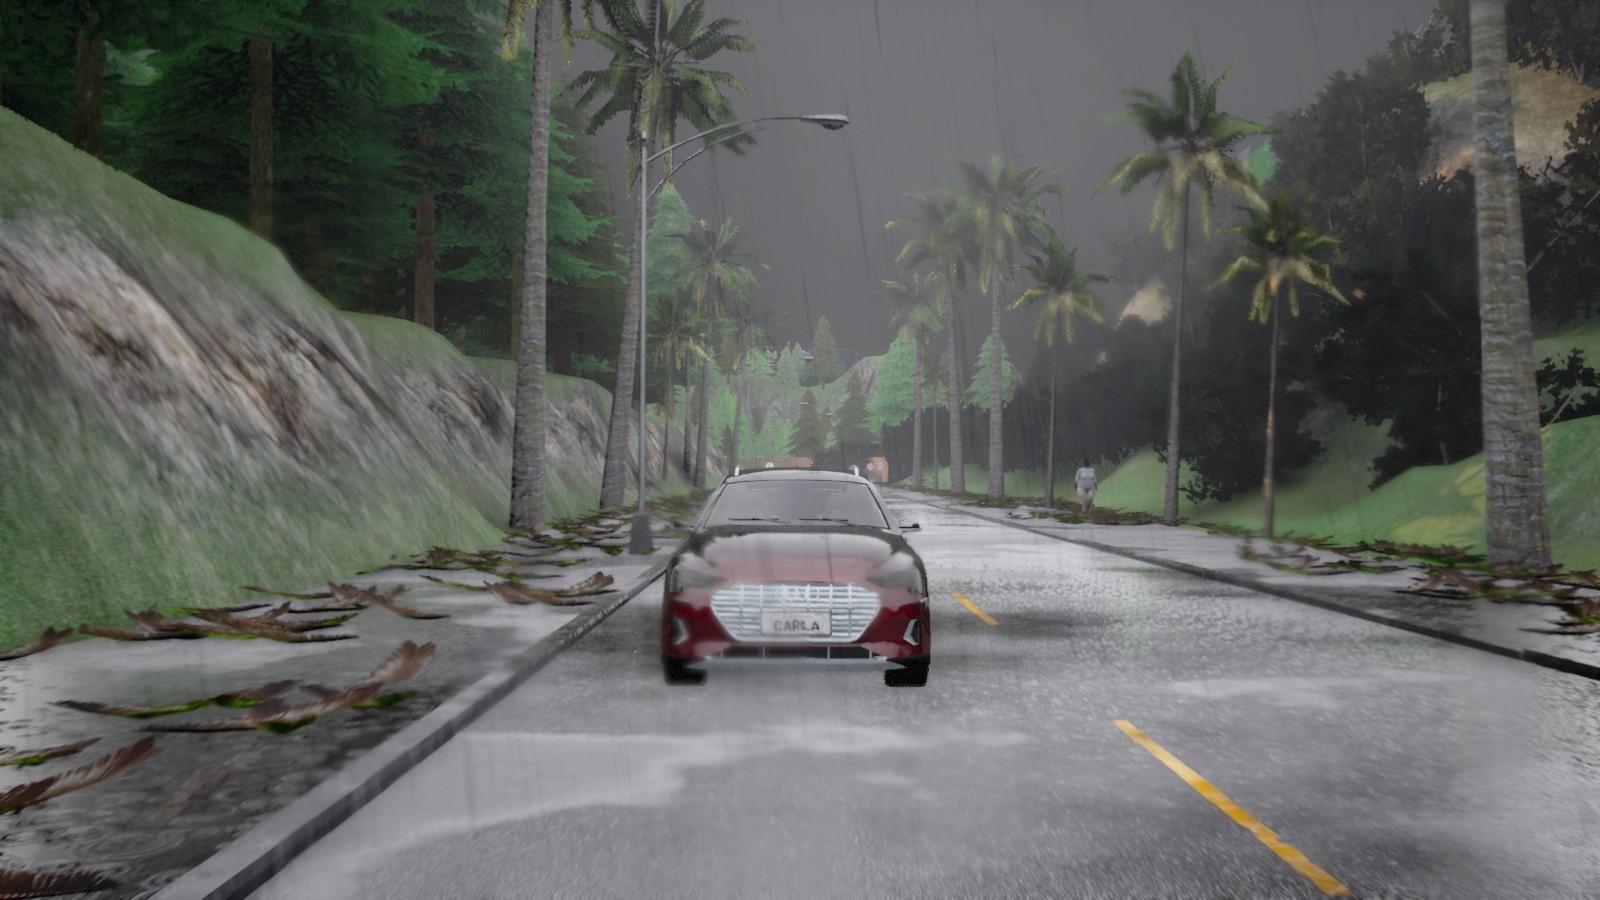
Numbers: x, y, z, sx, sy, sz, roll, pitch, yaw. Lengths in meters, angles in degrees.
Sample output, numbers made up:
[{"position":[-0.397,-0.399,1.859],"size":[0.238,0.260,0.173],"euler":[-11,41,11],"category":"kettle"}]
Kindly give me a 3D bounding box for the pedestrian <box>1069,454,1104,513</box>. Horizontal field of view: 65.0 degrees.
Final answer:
[{"position":[8.973,1.046,39.393],"size":[0.874,1.855,0.900],"euler":[0,-1,0],"category":"pedestrian"}]

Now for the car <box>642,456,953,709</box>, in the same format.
[{"position":[-0.023,0.925,10.674],"size":[2.033,1.649,4.856],"euler":[0,-1,0],"category":"car"}]
